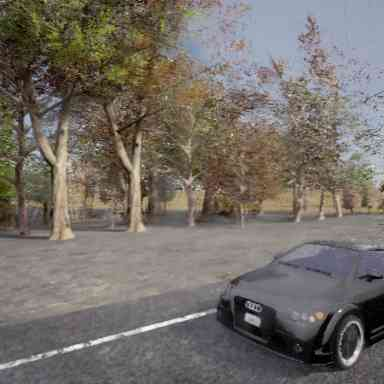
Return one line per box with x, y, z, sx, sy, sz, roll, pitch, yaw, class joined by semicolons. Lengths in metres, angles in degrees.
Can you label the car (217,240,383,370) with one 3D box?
2.459;1.575;5.738;4.181;1.385;1.994;0;0;-35;car
